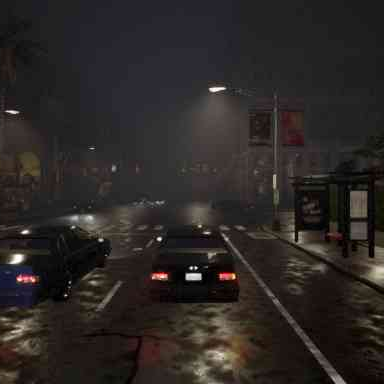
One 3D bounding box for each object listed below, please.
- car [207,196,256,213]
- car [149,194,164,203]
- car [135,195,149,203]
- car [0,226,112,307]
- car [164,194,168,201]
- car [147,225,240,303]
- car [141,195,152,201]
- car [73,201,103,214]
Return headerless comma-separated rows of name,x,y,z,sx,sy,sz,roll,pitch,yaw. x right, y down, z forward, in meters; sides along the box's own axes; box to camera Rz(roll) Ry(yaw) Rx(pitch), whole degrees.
car,4.492,1.505,36.393,4.892,1.490,1.837,0,2,17
car,-7.514,1.524,70.767,1.812,1.442,4.674,0,0,0
car,-11.016,1.540,71.013,2.033,1.411,5.357,0,0,0
car,-3.475,1.547,8.215,2.033,1.411,5.357,0,0,0
car,-7.586,1.525,81.169,2.128,1.511,4.902,0,0,0
car,0.025,1.547,8.400,2.033,1.411,5.357,0,0,0
car,-11.090,1.478,81.351,1.882,1.535,5.008,0,0,0
car,-10.842,1.601,35.021,1.895,1.301,4.718,0,0,0
